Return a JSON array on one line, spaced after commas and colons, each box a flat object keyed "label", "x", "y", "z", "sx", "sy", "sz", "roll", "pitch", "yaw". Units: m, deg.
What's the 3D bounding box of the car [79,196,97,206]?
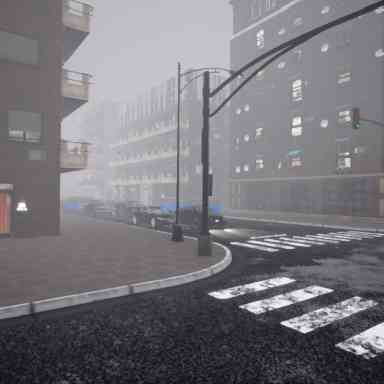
[{"label": "car", "x": -18.243, "y": 1.597, "z": 58.287, "sx": 1.967, "sy": 1.590, "sz": 4.097, "roll": 1, "pitch": -1, "yaw": -35}]

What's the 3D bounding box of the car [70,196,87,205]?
[{"label": "car", "x": -21.426, "y": 1.605, "z": 62.887, "sx": 1.967, "sy": 1.590, "sz": 4.097, "roll": 1, "pitch": -1, "yaw": -35}]

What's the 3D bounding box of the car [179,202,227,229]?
[{"label": "car", "x": 0.388, "y": 1.581, "z": 21.845, "sx": 1.994, "sy": 1.385, "sz": 4.181, "roll": 1, "pitch": -1, "yaw": -35}]

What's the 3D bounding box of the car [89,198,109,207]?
[{"label": "car", "x": -15.061, "y": 1.729, "z": 53.685, "sx": 1.802, "sy": 1.307, "sz": 4.206, "roll": 1, "pitch": -1, "yaw": -35}]

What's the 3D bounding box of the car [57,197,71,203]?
[{"label": "car", "x": -27.794, "y": 1.727, "z": 72.087, "sx": 1.887, "sy": 1.381, "sz": 4.507, "roll": 1, "pitch": -1, "yaw": -35}]

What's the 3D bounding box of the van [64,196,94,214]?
[{"label": "van", "x": -11.989, "y": 1.361, "z": 35.403, "sx": 1.690, "sy": 1.788, "sz": 3.998, "roll": 1, "pitch": -1, "yaw": -35}]

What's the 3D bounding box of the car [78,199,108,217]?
[{"label": "car", "x": -8.807, "y": 1.591, "z": 30.801, "sx": 1.802, "sy": 1.307, "sz": 4.206, "roll": 1, "pitch": -1, "yaw": -35}]

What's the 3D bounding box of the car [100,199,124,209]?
[{"label": "car", "x": -11.877, "y": 1.683, "z": 49.086, "sx": 1.887, "sy": 1.381, "sz": 4.507, "roll": 1, "pitch": -1, "yaw": -35}]

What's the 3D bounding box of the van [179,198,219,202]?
[{"label": "van", "x": 0.858, "y": 1.439, "z": 30.686, "sx": 1.690, "sy": 1.788, "sz": 3.998, "roll": 1, "pitch": -1, "yaw": -35}]

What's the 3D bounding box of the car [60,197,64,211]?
[{"label": "car", "x": -15.174, "y": 1.580, "z": 40.001, "sx": 2.008, "sy": 1.369, "sz": 4.403, "roll": 1, "pitch": -1, "yaw": -35}]

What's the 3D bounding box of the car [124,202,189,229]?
[{"label": "car", "x": -2.440, "y": 1.539, "z": 21.600, "sx": 2.008, "sy": 1.369, "sz": 4.403, "roll": 1, "pitch": -1, "yaw": -35}]

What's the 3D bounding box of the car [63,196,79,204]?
[{"label": "car", "x": -24.610, "y": 1.614, "z": 67.487, "sx": 1.967, "sy": 1.590, "sz": 4.097, "roll": 1, "pitch": -1, "yaw": -35}]

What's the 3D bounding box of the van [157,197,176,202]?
[{"label": "van", "x": -2.326, "y": 1.449, "z": 35.286, "sx": 1.690, "sy": 1.788, "sz": 3.998, "roll": 1, "pitch": -1, "yaw": -35}]

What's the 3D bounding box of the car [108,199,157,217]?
[{"label": "car", "x": -5.517, "y": 1.528, "z": 30.381, "sx": 2.128, "sy": 1.511, "sz": 4.902, "roll": 1, "pitch": -1, "yaw": -35}]
